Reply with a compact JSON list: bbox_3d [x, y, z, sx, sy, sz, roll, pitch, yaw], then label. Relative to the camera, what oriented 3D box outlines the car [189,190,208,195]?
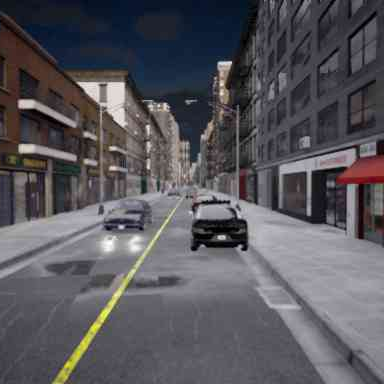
[{"bbox_3d":[0.894,0.900,22.491,1.882,1.535,5.008,0,1,0],"label":"car"}]

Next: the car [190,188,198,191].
[{"bbox_3d":[0.893,0.723,28.679,1.801,1.575,5.366,0,1,0],"label":"car"}]

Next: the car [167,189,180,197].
[{"bbox_3d":[-3.076,0.139,57.341,1.994,1.385,4.181,0,1,0],"label":"car"}]

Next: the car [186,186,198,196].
[{"bbox_3d":[-0.016,-0.192,62.602,2.097,1.767,4.553,0,1,0],"label":"car"}]

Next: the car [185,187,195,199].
[{"bbox_3d":[-0.003,0.321,48.884,2.033,1.411,5.357,0,1,0],"label":"car"}]

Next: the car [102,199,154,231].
[{"bbox_3d":[-3.105,1.101,17.292,2.033,1.411,5.357,0,1,0],"label":"car"}]

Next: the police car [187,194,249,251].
[{"bbox_3d":[0.897,1.097,12.602,1.930,1.638,5.238,0,1,0],"label":"police car"}]
